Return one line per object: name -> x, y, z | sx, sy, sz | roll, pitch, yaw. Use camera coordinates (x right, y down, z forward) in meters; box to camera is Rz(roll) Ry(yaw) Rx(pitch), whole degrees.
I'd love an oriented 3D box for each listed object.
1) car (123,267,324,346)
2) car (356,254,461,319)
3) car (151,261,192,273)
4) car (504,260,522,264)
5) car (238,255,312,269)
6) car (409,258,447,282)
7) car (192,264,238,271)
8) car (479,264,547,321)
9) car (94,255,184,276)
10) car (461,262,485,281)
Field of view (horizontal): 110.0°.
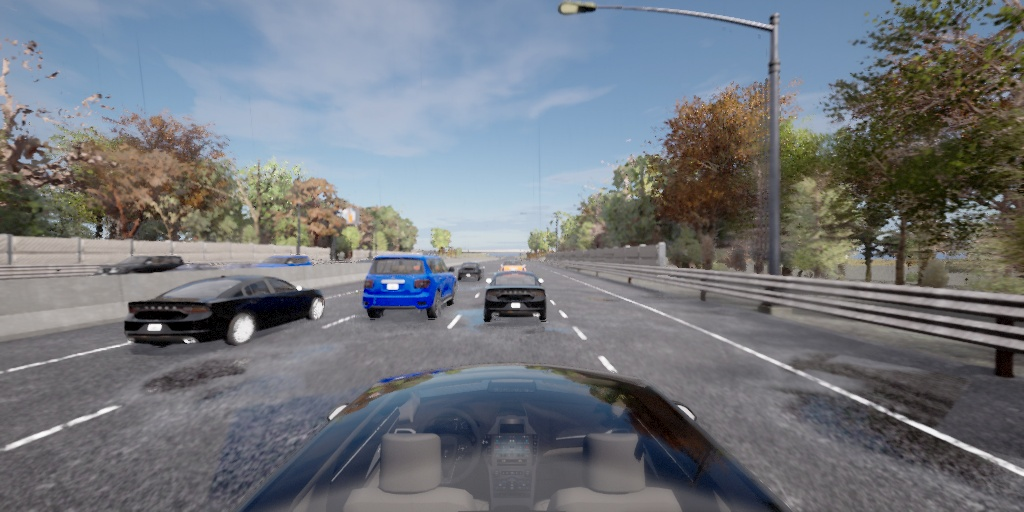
car -> -6.900, 1.225, 9.399 | 1.882, 1.535, 5.008 | 0, 0, 0
car -> -3.401, 0.968, 12.904 | 2.150, 2.045, 5.566 | 0, 0, 0
car -> -24.595, 1.312, 27.667 | 1.994, 1.385, 4.181 | 0, 0, 0
car -> 0.098, 1.102, 30.027 | 2.097, 1.767, 4.553 | 0, 0, 0
car -> -17.598, 0.971, 27.485 | 2.150, 2.045, 5.566 | 0, 0, 0
car -> -6.901, 1.102, 30.059 | 2.097, 1.767, 4.553 | 0, 0, 0
car -> -21.098, 1.296, 27.627 | 2.033, 1.411, 5.357 | 0, 0, 0
car -> 0.102, 1.225, 12.446 | 1.882, 1.535, 5.008 | 0, 0, 0
car -> -28.096, 0.969, 27.511 | 2.150, 2.045, 5.566 | 0, 0, 0
car -> -3.400, 1.255, 30.325 | 1.837, 1.490, 4.892 | 0, 0, 0
